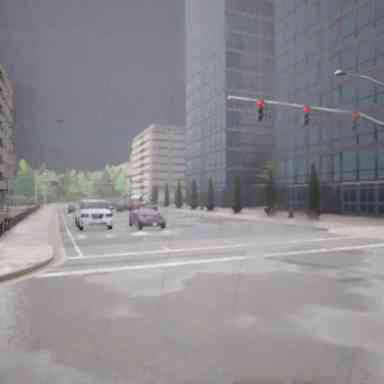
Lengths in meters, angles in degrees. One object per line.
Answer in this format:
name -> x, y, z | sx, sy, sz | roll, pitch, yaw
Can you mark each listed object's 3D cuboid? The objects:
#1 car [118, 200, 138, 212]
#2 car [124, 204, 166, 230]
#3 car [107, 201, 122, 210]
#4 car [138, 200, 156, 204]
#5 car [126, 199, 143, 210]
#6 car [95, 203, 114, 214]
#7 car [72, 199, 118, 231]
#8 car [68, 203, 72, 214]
car -> -9.932, 2.045, 49.760 | 2.097, 1.767, 4.553 | 0, -1, -22
car -> -3.273, 1.834, 23.718 | 1.812, 1.442, 4.674 | 0, -1, -23
car -> -13.688, 2.339, 58.863 | 1.837, 1.490, 4.892 | 0, -1, -22
car -> -6.584, 2.183, 50.809 | 2.128, 1.511, 4.902 | 0, -1, -21
car -> -10.434, 2.189, 60.154 | 2.097, 1.767, 4.553 | 0, -1, -22
car -> -11.960, 2.204, 45.124 | 1.994, 1.385, 4.181 | 0, -1, -22
car -> -7.009, 1.545, 23.584 | 2.150, 2.045, 5.566 | 0, -1, -22
car -> -15.698, 2.181, 45.052 | 1.812, 1.442, 4.674 | 0, -1, -22
